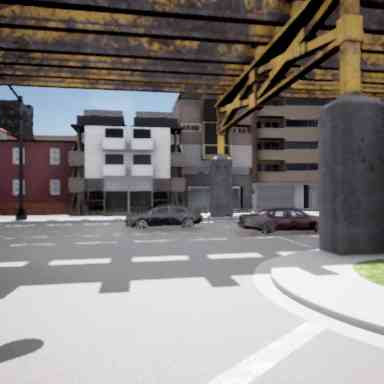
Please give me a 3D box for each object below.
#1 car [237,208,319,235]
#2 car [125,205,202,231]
[{"bbox_3d":[5.307,1.605,18.903,5.357,1.411,2.033,0,0,-7],"label":"car"},{"bbox_3d":[-1.795,1.607,21.359,4.902,1.511,2.128,0,0,-9],"label":"car"}]
